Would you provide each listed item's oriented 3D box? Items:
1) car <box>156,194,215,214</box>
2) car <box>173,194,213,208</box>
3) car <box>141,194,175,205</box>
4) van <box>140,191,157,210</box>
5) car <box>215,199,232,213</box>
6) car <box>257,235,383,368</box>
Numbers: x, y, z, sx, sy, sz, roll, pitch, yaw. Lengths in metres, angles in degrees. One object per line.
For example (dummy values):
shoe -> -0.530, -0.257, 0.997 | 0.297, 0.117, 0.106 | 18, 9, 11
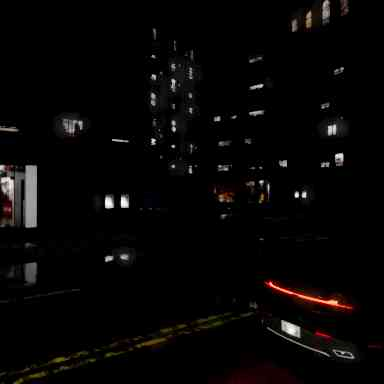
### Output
car -> -0.585, 1.137, 29.243 | 4.403, 1.369, 2.008 | 1, 0, 37
car -> 0.069, 1.041, 39.241 | 4.403, 1.369, 2.008 | 1, 0, 37
car -> -4.345, 0.961, 42.564 | 4.206, 1.307, 1.802 | 1, 0, 37
van -> -4.993, 0.817, 32.568 | 3.998, 1.788, 1.690 | 1, 0, 37
car -> 1.447, 1.129, 30.938 | 4.674, 1.442, 1.812 | 1, 1, 37
car -> 3.260, 1.507, 5.639 | 4.892, 1.490, 1.837 | 0, 0, -35
